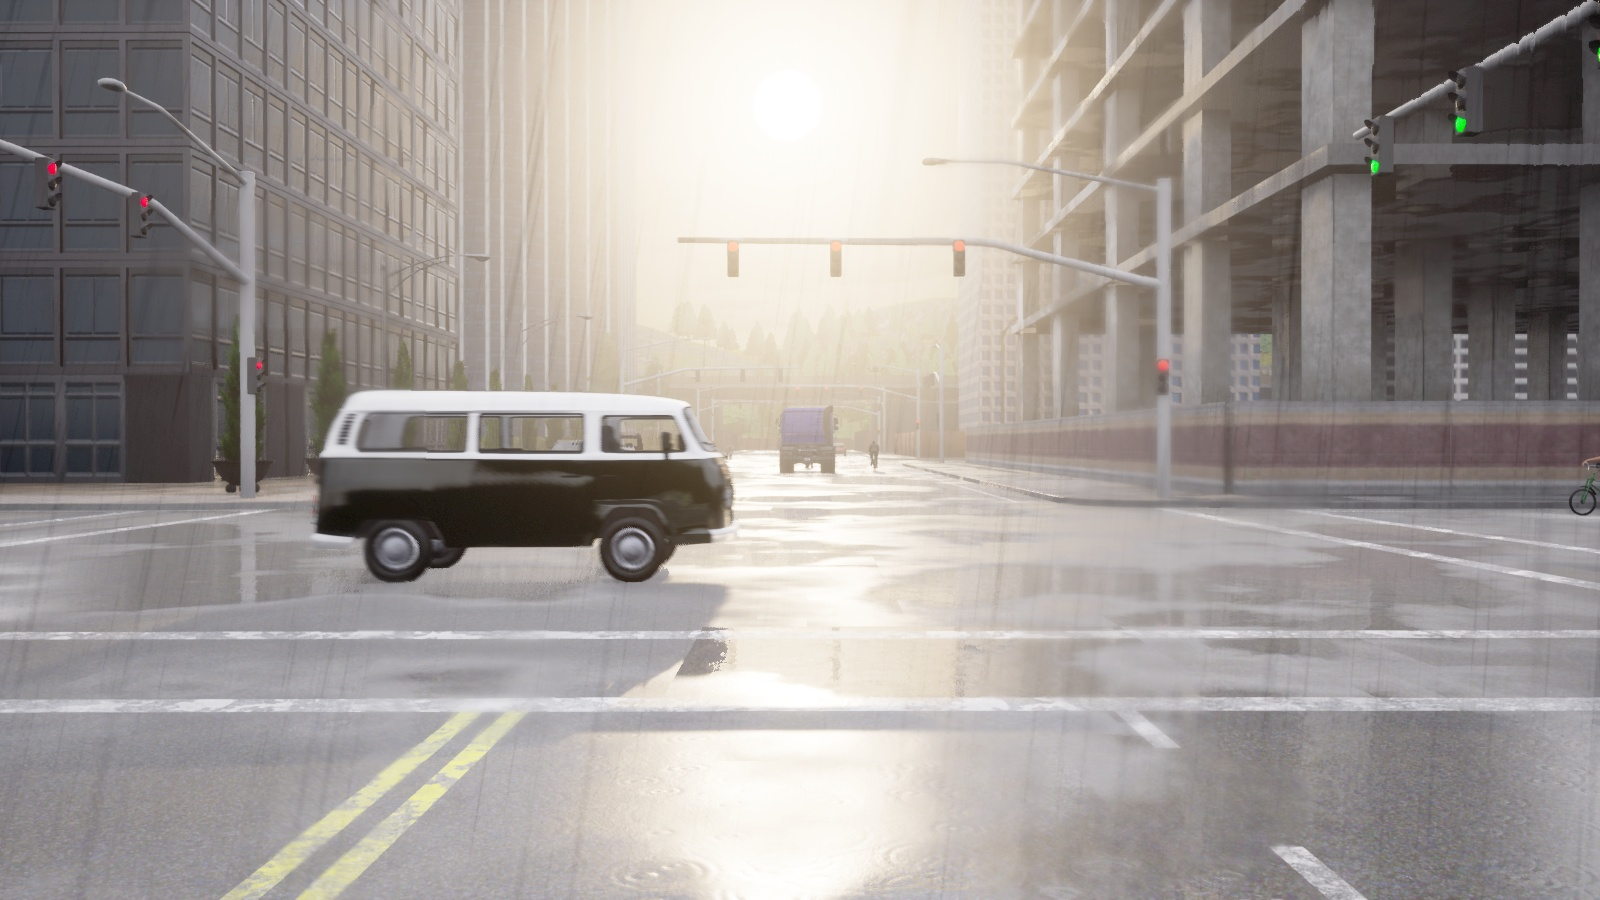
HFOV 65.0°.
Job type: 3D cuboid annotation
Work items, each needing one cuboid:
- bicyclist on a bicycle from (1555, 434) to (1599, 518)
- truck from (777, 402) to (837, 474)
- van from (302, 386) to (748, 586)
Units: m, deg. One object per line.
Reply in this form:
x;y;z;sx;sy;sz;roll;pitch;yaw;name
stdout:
15.731;0.502;24.463;1.509;1.612;0.866;0;0;0;bicyclist on a bicycle
0.376;-0.599;64.556;2.891;3.462;7.936;0;0;0;truck
-2.850;0.362;13.867;4.480;2.038;2.069;0;0;-1;van
